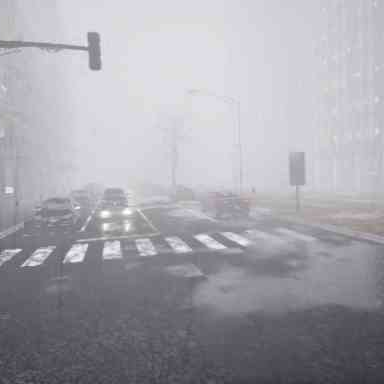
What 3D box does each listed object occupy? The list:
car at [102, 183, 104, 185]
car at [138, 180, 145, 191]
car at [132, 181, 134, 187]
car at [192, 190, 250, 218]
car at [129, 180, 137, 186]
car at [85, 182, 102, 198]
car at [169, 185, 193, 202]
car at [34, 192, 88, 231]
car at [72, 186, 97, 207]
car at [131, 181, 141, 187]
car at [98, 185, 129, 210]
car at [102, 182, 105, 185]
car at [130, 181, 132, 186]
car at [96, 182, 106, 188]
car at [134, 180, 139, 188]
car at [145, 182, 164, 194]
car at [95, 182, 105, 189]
[{"bbox_3d":[-14.290,-0.335,48.536,1.802,1.307,4.206,-3,3,-13],"label":"car"},{"bbox_3d":[-7.495,-1.032,56.025,1.752,1.417,4.829,-3,3,-13],"label":"car"},{"bbox_3d":[-11.358,-1.648,71.981,2.008,1.369,4.403,-3,3,-13],"label":"car"},{"bbox_3d":[1.655,0.529,18.250,1.887,1.381,4.507,-3,3,-13],"label":"car"},{"bbox_3d":[-16.604,-2.536,93.637,1.752,1.417,4.829,-3,3,-13],"label":"car"},{"bbox_3d":[-11.693,-0.039,37.783,1.967,1.590,4.097,-3,3,-13],"label":"car"},{"bbox_3d":[-0.989,0.062,29.160,1.752,1.417,4.829,-3,3,-13],"label":"car"},{"bbox_3d":[-6.483,0.950,16.297,2.008,1.369,4.403,-3,3,-13],"label":"car"},{"bbox_3d":[-9.086,0.509,27.043,2.008,1.369,4.403,-3,3,-13],"label":"car"},{"bbox_3d":[-13.960,-2.077,82.727,2.008,1.369,4.403,-3,3,-13],"label":"car"},{"bbox_3d":[-5.936,0.453,25.438,1.837,1.490,4.892,-3,3,-13],"label":"car"},{"bbox_3d":[-16.899,-0.911,59.275,1.967,1.590,4.097,-3,3,-13],"label":"car"},{"bbox_3d":[-12.664,-1.973,77.348,1.967,1.590,4.097,-3,3,-13],"label":"car"},{"bbox_3d":[-22.100,-1.661,80.773,2.008,1.369,4.403,-3,3,-13],"label":"car"},{"bbox_3d":[-10.057,-1.439,66.608,1.887,1.381,4.507,-3,3,-13],"label":"car"},{"bbox_3d":[-4.850,-0.532,45.117,1.802,1.307,4.206,-3,3,-13],"label":"car"},{"bbox_3d":[-20.798,-1.447,75.399,2.008,1.369,4.403,-3,3,-13],"label":"car"}]
